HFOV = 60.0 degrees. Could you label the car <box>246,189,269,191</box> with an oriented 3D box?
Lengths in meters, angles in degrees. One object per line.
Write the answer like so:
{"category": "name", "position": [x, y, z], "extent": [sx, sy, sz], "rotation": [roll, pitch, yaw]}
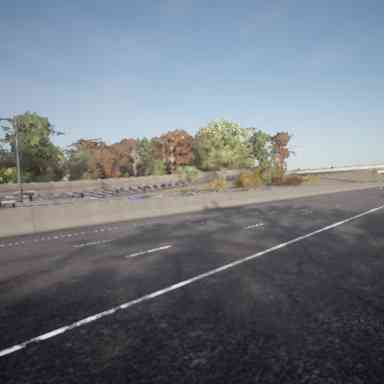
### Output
{"category": "car", "position": [10.965, 0.243, 51.407], "extent": [2.033, 1.411, 5.357], "rotation": [-2, 1, 40]}

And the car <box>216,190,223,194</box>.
{"category": "car", "position": [5.217, 0.433, 55.432], "extent": [1.812, 1.442, 4.674], "rotation": [-2, 1, 40]}

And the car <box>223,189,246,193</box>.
{"category": "car", "position": [7.562, 0.339, 52.785], "extent": [1.837, 1.490, 4.892], "rotation": [-2, 1, 40]}

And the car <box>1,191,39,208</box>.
{"category": "car", "position": [-22.864, 0.942, 44.042], "extent": [2.150, 2.045, 5.566], "rotation": [-3, 1, 16]}

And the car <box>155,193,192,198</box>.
{"category": "car", "position": [-1.331, 0.946, 36.458], "extent": [1.837, 1.490, 4.892], "rotation": [-2, 1, 40]}

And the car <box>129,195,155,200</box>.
{"category": "car", "position": [-4.454, 1.163, 38.167], "extent": [1.895, 1.301, 4.718], "rotation": [-2, 1, 40]}

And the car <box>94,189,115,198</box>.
{"category": "car", "position": [-16.757, 0.236, 63.910], "extent": [2.033, 1.411, 5.357], "rotation": [-3, 3, 18]}
